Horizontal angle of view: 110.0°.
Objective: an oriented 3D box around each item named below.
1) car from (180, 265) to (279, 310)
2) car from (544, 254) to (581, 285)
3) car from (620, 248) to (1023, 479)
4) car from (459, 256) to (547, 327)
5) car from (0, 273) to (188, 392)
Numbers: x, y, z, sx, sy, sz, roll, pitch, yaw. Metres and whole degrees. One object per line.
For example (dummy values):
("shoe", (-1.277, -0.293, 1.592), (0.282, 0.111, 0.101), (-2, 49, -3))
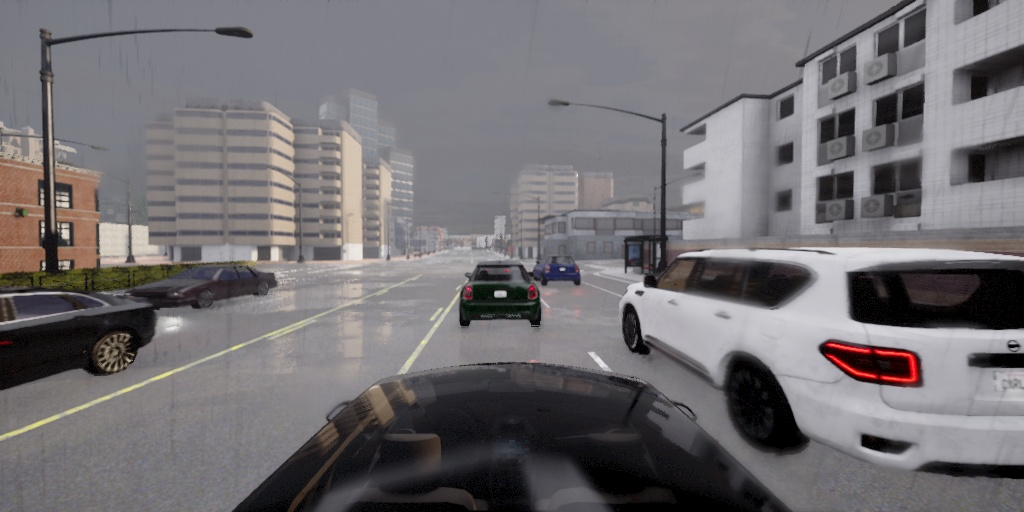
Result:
("car", (-11.176, 1.046, 13.521), (2.033, 1.411, 5.357), (0, 1, -3))
("car", (2.533, 0.683, 21.025), (2.097, 1.767, 4.553), (0, 1, -4))
("car", (3.405, 0.897, 5.182), (2.150, 2.045, 5.566), (0, 2, -2))
("car", (-0.376, 0.904, 10.843), (2.097, 1.767, 4.553), (0, 1, -3))
("car", (-7.219, 1.186, 4.358), (2.128, 1.511, 4.902), (0, 1, -2))
